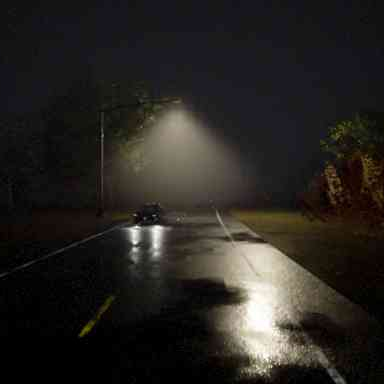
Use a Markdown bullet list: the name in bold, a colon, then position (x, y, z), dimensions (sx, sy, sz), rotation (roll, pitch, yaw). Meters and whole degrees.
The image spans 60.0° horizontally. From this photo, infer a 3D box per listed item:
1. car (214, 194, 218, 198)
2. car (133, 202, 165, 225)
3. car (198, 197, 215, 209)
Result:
- **car**: position (3.550, 1.699, 66.330), dimensions (1.994, 1.385, 4.181), rotation (0, 0, 6)
- **car**: position (-3.119, 1.576, 25.022), dimensions (1.837, 1.490, 4.892), rotation (0, -1, 2)
- **car**: position (1.882, 1.673, 47.796), dimensions (1.994, 1.385, 4.181), rotation (0, 0, 4)
